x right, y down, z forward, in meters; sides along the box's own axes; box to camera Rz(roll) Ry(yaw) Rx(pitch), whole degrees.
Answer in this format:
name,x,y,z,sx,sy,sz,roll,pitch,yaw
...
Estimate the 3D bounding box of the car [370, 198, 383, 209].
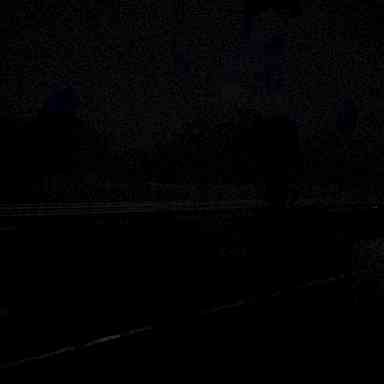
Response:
name,x,y,z,sx,sy,sz,roll,pitch,yaw
car,25.571,1.541,43.675,5.357,1.411,2.033,0,0,-35
